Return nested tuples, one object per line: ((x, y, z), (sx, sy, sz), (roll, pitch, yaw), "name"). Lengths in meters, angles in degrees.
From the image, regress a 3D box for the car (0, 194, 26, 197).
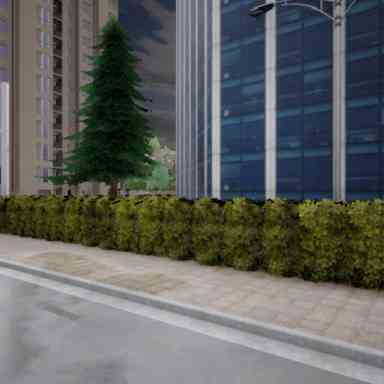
((-19.204, 1.217, 33.214), (2.150, 2.045, 5.566), (0, 0, 36), "car")
